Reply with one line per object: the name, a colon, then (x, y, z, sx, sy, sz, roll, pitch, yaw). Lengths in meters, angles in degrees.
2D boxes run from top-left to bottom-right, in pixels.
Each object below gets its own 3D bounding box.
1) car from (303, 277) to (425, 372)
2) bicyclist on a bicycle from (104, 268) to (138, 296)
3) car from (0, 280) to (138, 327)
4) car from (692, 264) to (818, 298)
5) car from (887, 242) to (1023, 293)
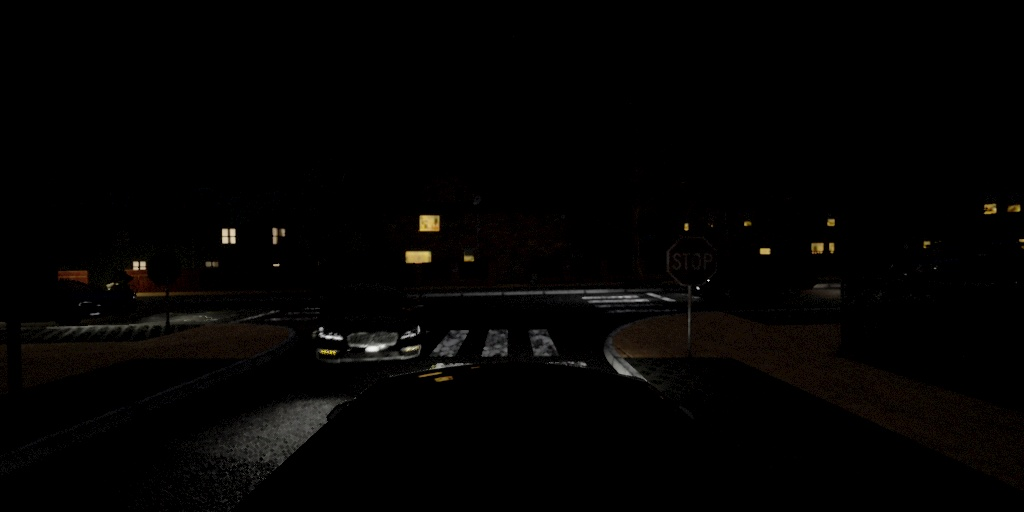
car: (-3.187, 1.262, 7.938, 1.837, 1.490, 4.892, 4, -2, -24)
bicyclist on a bicycle: (-20.209, 1.417, 18.513, 0.582, 1.620, 1.656, -1, 1, 0)
car: (-16.331, 1.590, 12.683, 5.008, 1.535, 1.882, -1, 1, 0)
car: (10.352, 1.039, 15.743, 4.718, 1.301, 1.895, -1, 1, 0)
car: (20.051, 0.431, 15.777, 5.566, 2.045, 2.150, -1, 1, 0)
